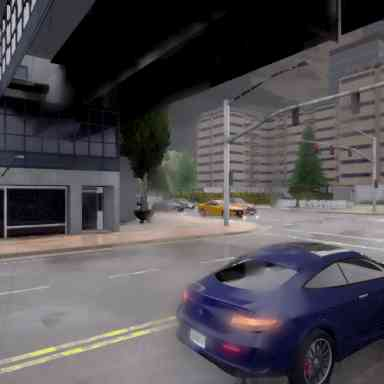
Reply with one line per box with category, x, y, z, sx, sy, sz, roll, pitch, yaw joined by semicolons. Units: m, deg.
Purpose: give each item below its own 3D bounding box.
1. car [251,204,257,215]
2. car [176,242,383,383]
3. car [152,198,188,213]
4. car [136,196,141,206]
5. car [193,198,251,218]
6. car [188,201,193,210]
car;4.304;1.352;33.149;2.097;1.767;4.553;0;0;-36
car;1.947;1.526;5.185;4.674;1.442;1.812;0;0;-35
car;-2.746;1.564;36.939;1.994;1.385;4.181;0;0;-35
car;-10.184;1.223;53.302;2.150;2.045;5.566;0;0;-33
car;2.537;1.478;29.621;1.882;1.535;5.008;0;0;-36
car;-1.575;1.491;41.296;2.128;1.511;4.902;0;0;-36
